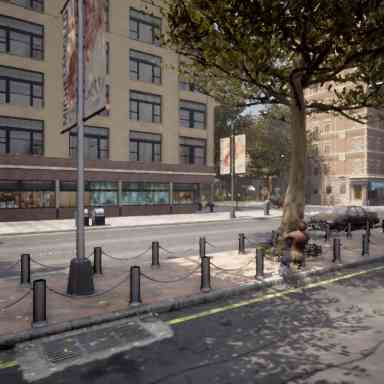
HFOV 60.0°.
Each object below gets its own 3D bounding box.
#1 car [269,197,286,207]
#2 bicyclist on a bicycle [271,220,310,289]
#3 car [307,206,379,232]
[{"bbox_3d":[13.248,1.477,47.583,1.882,1.535,5.008,0,0,-37],"label":"car"},{"bbox_3d":[2.314,1.314,7.848,0.582,1.656,1.620,9,-39,-7],"label":"bicyclist on a bicycle"},{"bbox_3d":[9.205,1.547,20.122,5.357,1.411,2.033,0,0,-35],"label":"car"}]
